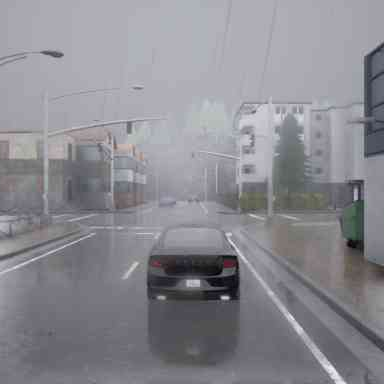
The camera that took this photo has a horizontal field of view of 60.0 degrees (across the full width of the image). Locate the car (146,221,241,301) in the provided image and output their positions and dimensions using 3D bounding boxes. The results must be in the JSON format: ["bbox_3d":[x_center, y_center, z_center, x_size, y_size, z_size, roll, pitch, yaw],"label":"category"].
[{"bbox_3d":[0.047,1.478,8.413,1.882,1.535,5.008,0,0,1],"label":"car"}]

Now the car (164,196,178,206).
[{"bbox_3d":[-3.595,1.491,57.731,2.128,1.511,4.902,0,0,0],"label":"car"}]

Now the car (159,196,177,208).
[{"bbox_3d":[-3.612,1.477,47.380,1.882,1.535,5.008,0,0,0],"label":"car"}]

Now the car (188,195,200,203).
[{"bbox_3d":[0.466,1.353,69.686,2.097,1.767,4.553,0,0,7],"label":"car"}]
